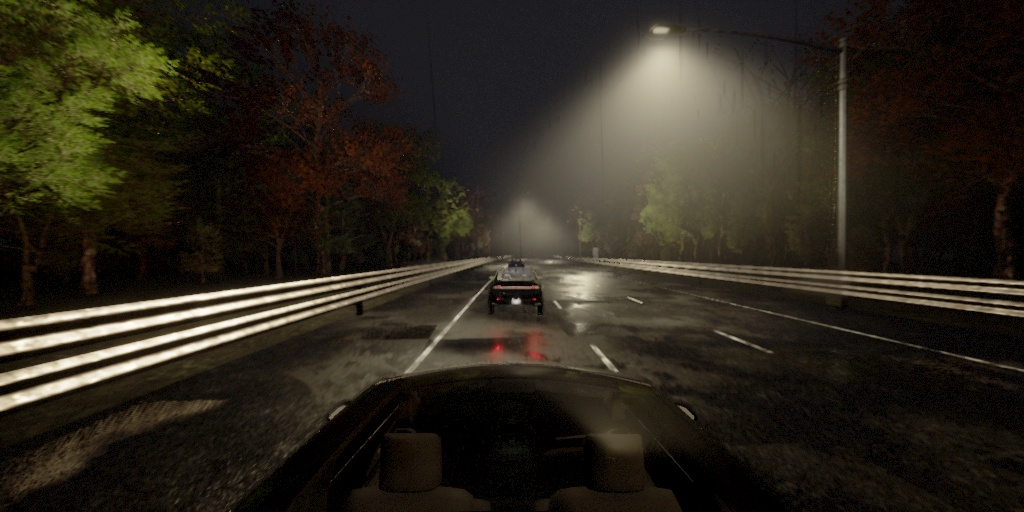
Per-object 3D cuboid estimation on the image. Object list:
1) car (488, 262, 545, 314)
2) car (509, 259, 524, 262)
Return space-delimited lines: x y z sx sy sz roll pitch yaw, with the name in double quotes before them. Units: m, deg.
"car" 0.143 1.162 13.293 2.128 1.511 4.902 0 0 0
"car" 0.541 1.022 43.989 1.994 1.385 4.181 0 0 1
